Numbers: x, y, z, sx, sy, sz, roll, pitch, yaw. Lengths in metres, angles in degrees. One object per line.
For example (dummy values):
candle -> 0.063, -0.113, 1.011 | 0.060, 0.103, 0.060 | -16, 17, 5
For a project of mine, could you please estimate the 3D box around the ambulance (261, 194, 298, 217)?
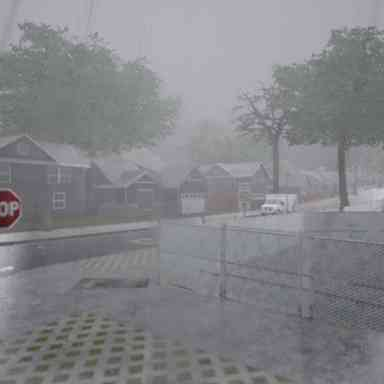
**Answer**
ambulance -> 9.916, 1.470, 37.826 | 2.351, 2.431, 6.366 | -1, 0, 36
